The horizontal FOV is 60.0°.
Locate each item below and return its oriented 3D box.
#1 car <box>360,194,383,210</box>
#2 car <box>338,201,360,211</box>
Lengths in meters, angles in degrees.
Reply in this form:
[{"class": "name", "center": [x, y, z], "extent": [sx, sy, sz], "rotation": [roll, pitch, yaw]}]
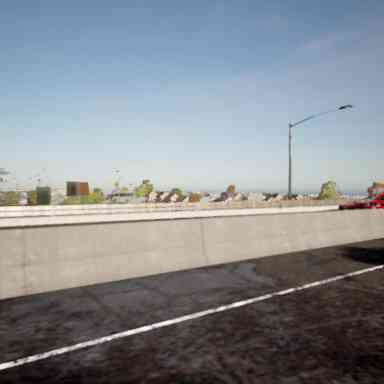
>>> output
[{"class": "car", "center": [20.657, 1.271, 35.357], "extent": [5.566, 2.045, 2.150], "rotation": [0, 0, -34]}, {"class": "car", "center": [18.984, 1.651, 38.450], "extent": [4.718, 1.301, 1.895], "rotation": [0, 0, -34]}]
